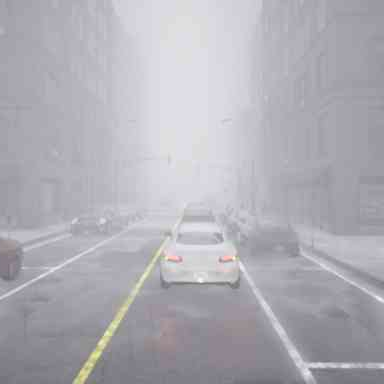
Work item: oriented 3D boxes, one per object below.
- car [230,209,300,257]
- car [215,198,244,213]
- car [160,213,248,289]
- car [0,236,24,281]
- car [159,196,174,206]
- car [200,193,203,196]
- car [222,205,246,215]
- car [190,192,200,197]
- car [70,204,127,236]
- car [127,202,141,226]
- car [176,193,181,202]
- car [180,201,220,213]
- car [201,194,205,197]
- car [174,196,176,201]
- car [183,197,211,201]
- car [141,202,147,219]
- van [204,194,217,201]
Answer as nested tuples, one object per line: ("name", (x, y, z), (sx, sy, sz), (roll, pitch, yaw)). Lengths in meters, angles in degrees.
("car", (2.794, 1.557, 12.687), (2.008, 1.369, 4.403), (0, 0, 1))
("car", (2.947, 1.453, 23.724), (1.967, 1.590, 4.097), (0, 0, 1))
("car", (0.208, 1.531, 9.065), (1.812, 1.442, 4.674), (0, 0, 1))
("car", (-5.306, 1.586, 7.272), (1.802, 1.307, 4.206), (0, 0, 1))
("car", (-4.628, 1.578, 56.423), (2.008, 1.369, 4.403), (0, 0, 1))
("car", (3.788, 1.348, 84.725), (2.192, 1.841, 5.009), (0, 0, 1))
("car", (2.871, 1.592, 18.206), (1.802, 1.307, 4.206), (0, 0, 1))
("car", (1.174, 1.384, 86.454), (2.097, 1.767, 4.553), (0, 0, 1))
("car", (-5.154, 1.450, 18.309), (1.967, 1.590, 4.097), (0, 0, 1))
("car", (-5.080, 1.538, 23.656), (1.752, 1.417, 4.829), (0, 0, 1))
("car", (-4.317, 1.560, 78.979), (1.752, 1.417, 4.829), (0, 0, 1))
("car", (0.348, 1.488, 19.024), (1.882, 1.535, 5.008), (0, 0, 1))
("car", (3.710, 1.616, 79.044), (1.802, 1.307, 4.206), (0, 0, 1))
("car", (-4.550, 1.575, 62.104), (1.887, 1.381, 4.507), (0, 0, 1))
("car", (0.379, 1.493, 28.775), (1.882, 1.535, 5.008), (0, 0, 1))
("car", (-5.002, 1.566, 29.344), (2.008, 1.369, 4.403), (0, 0, 1))
("van", (3.396, 1.369, 56.321), (1.690, 1.788, 3.998), (0, 0, 1))
